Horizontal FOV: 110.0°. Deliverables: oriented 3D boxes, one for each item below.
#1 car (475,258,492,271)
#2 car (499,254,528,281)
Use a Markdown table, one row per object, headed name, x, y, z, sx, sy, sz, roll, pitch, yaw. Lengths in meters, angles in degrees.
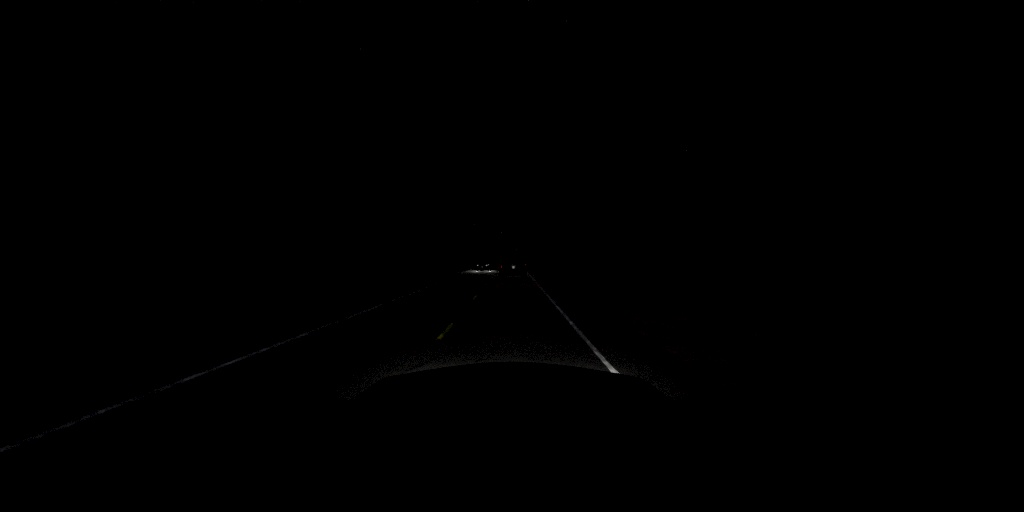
| name | x | y | z | sx | sy | sz | roll | pitch | yaw |
| --- | --- | --- | --- | --- | --- | --- | --- | --- | --- |
| car | -3.576 | 1.010 | 45.200 | 1.837 | 1.490 | 4.892 | 0 | 1 | 0 |
| car | 0.105 | 0.887 | 29.287 | 2.150 | 2.045 | 5.566 | 0 | 0 | 0 |
